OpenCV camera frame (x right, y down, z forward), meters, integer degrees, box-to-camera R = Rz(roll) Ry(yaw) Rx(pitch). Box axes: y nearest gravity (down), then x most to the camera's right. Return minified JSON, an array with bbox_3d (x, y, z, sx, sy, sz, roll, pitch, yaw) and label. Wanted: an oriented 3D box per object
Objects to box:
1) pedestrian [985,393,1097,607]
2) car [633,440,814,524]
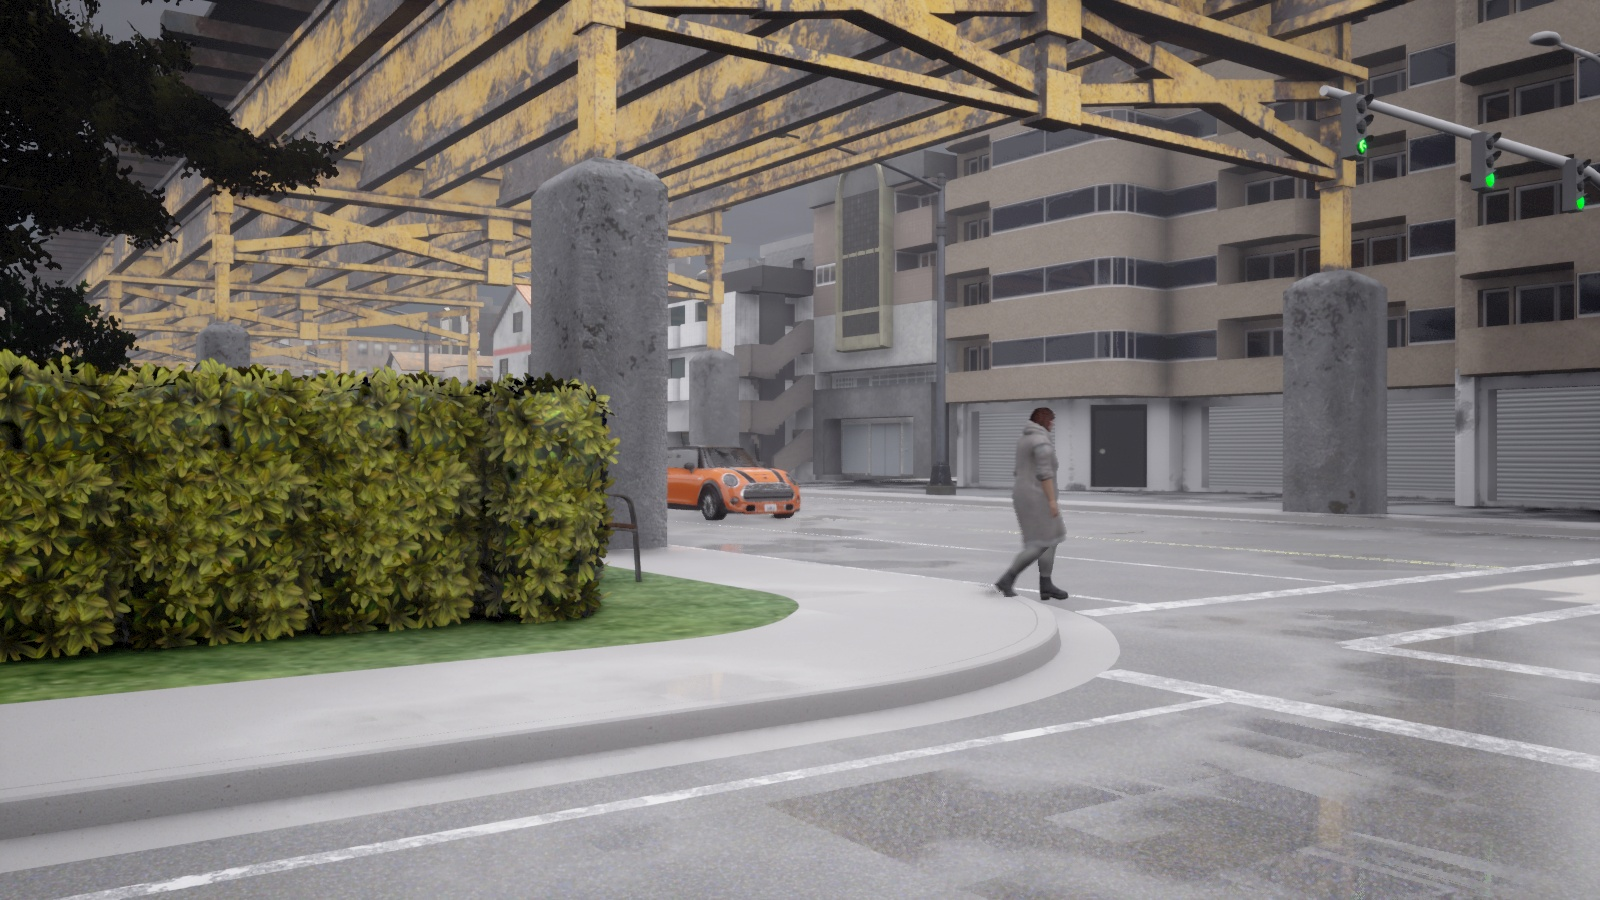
[{"bbox_3d":[2.262,0.453,11.841,0.873,1.952,0.659,0,0,-7],"label":"pedestrian"},{"bbox_3d":[-1.856,0.678,28.914,2.097,1.767,4.553,0,0,-35],"label":"car"}]
